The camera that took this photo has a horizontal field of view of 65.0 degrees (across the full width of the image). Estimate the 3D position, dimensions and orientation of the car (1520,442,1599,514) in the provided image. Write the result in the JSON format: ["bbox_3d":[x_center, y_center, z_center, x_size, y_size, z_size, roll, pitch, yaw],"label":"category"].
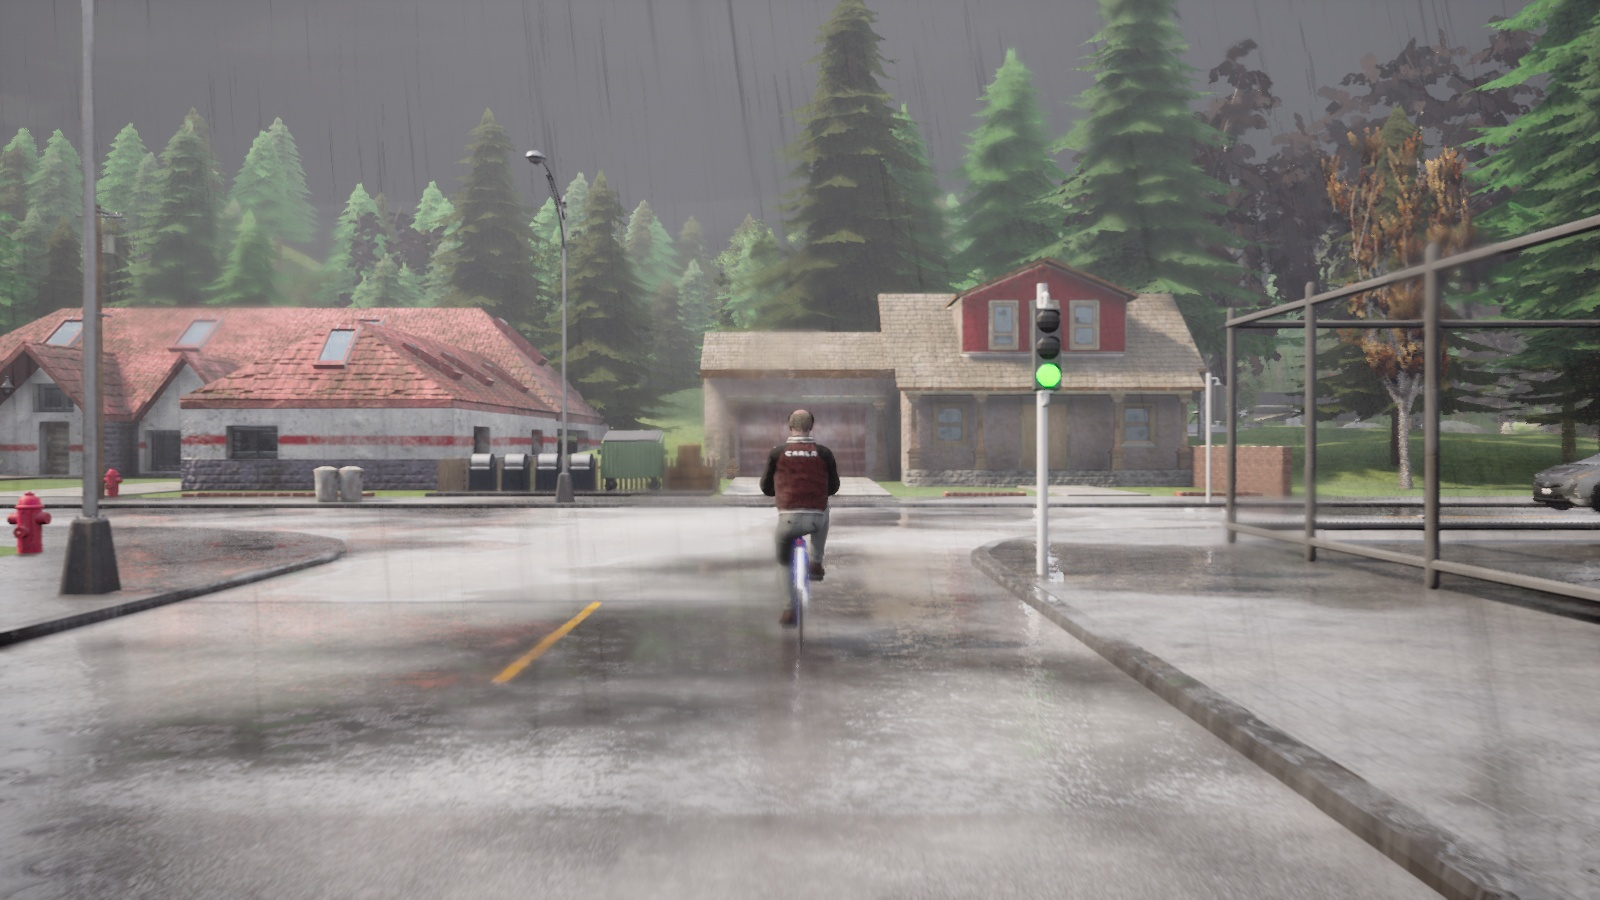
[{"bbox_3d":[18.695,0.597,27.654,4.514,1.525,2.007,0,0,-1],"label":"car"}]

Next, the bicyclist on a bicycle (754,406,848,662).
[{"bbox_3d":[0.012,0.579,9.651,0.659,1.776,1.843,0,0,0],"label":"bicyclist on a bicycle"}]
